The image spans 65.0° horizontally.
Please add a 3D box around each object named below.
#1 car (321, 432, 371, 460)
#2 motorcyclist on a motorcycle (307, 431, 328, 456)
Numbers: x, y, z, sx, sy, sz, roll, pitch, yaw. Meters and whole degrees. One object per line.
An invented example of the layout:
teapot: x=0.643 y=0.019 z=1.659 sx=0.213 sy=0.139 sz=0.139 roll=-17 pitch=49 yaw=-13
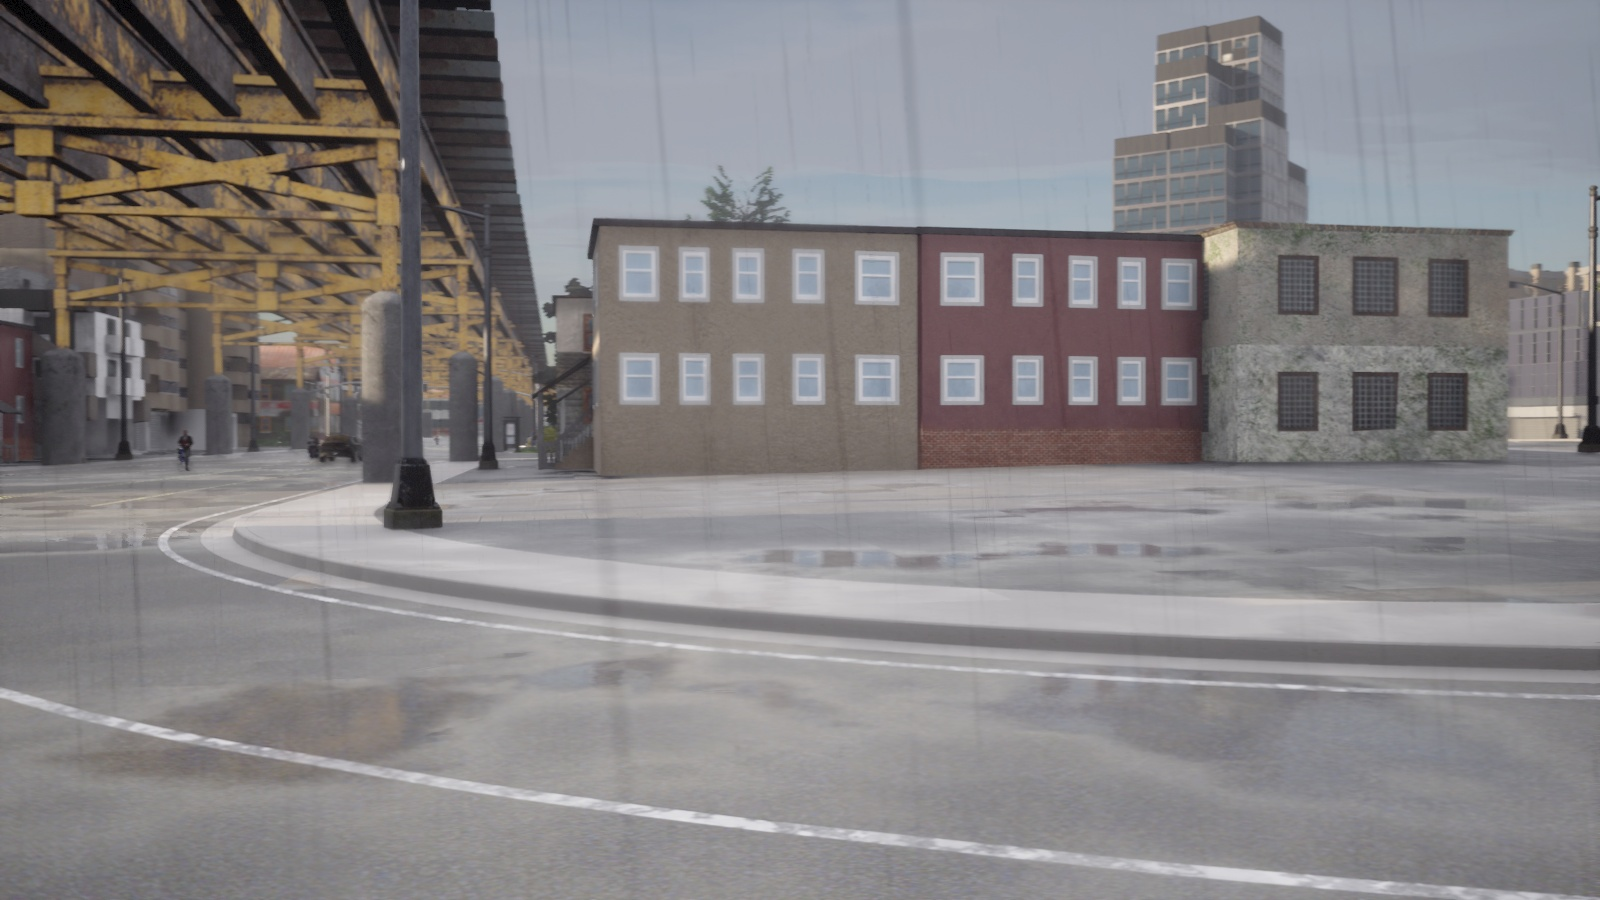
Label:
car: x=-25.096 y=-0.272 z=69.518 sx=1.837 sy=1.490 sz=4.892 roll=0 pitch=1 yaw=-11
motorcyclist on a motorcycle: x=-30.495 y=-0.406 z=79.352 sx=0.866 sy=1.530 sz=2.191 roll=0 pitch=1 yaw=-11
